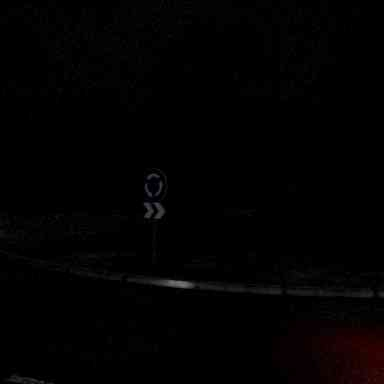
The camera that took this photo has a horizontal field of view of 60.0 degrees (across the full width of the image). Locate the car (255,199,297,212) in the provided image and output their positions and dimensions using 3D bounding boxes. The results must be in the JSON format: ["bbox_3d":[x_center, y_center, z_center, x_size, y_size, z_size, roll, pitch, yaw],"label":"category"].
[{"bbox_3d":[10.019,1.595,39.840,4.892,1.490,1.837,0,-1,21],"label":"car"}]
